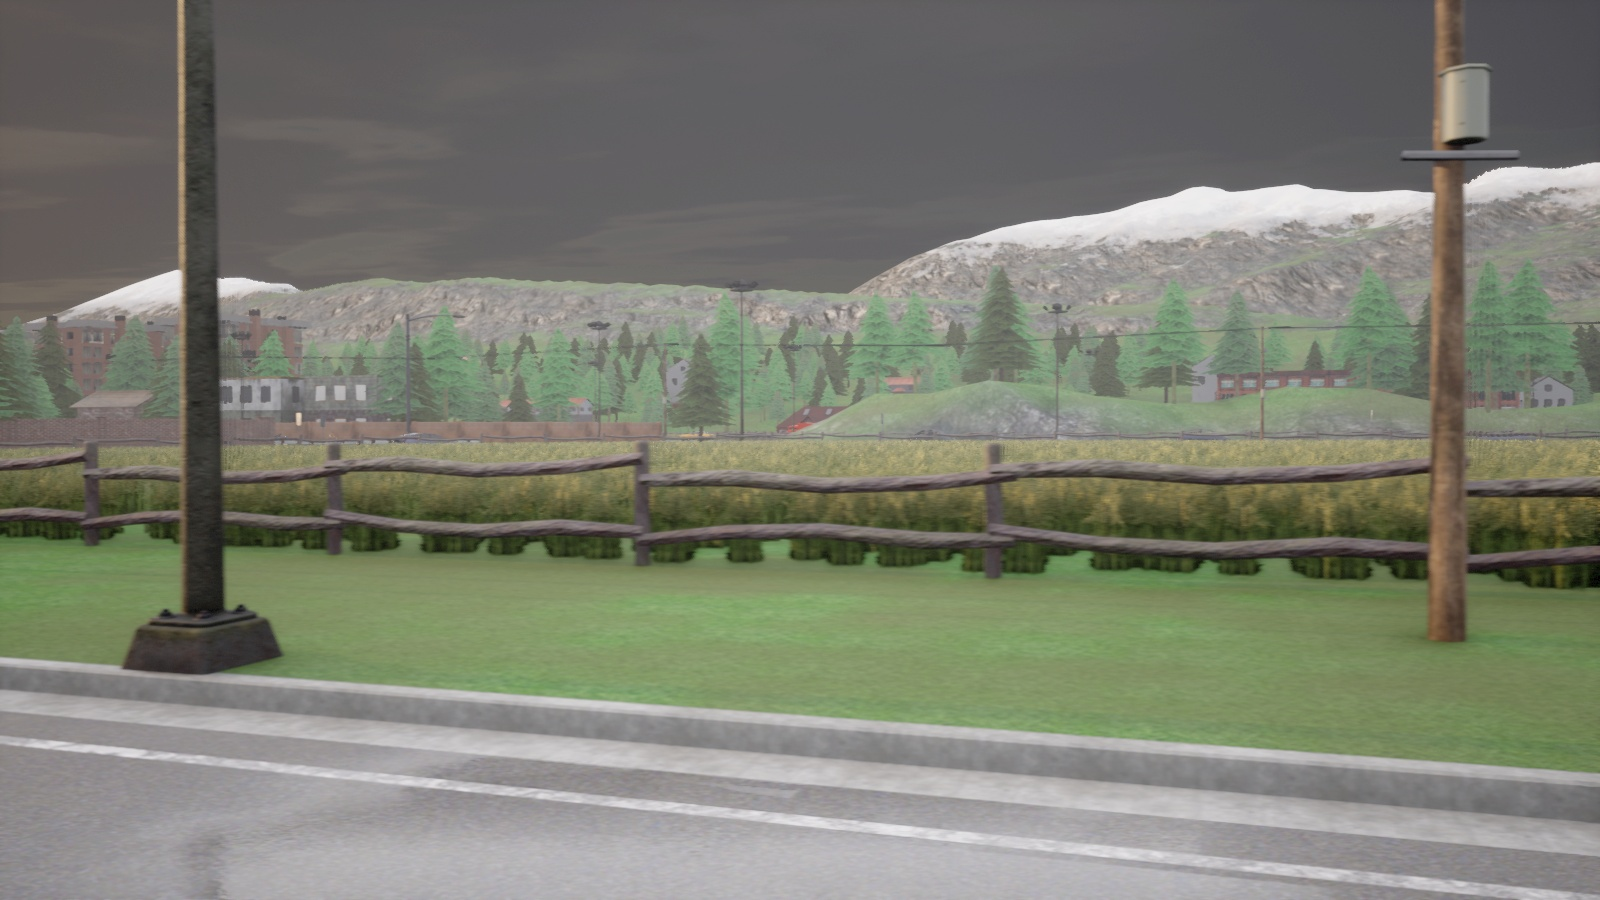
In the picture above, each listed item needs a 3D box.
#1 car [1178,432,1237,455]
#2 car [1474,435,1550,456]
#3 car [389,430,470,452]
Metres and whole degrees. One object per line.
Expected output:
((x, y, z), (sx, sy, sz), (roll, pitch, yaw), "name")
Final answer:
((27.504, -0.449, 84.742), (3.705, 1.549, 1.789), (0, 1, 18), "car")
((48.259, -0.293, 85.239), (4.181, 1.385, 1.994), (1, 1, 18), "car")
((-25.137, -0.635, 85.311), (4.792, 1.488, 2.163), (-1, 1, -43), "car")
